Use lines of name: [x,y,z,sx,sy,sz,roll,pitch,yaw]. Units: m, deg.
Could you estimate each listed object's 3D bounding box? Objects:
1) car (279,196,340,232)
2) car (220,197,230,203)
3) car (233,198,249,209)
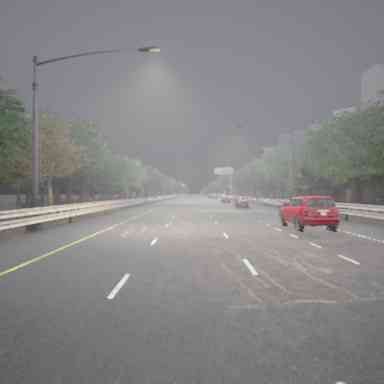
car: [7.021,1.265,20.401,2.150,2.045,5.566,0,0,0]
car: [7.285,1.726,72.554,2.128,1.511,4.902,0,0,0]
car: [7.127,1.658,48.538,1.812,1.442,4.674,0,0,0]
